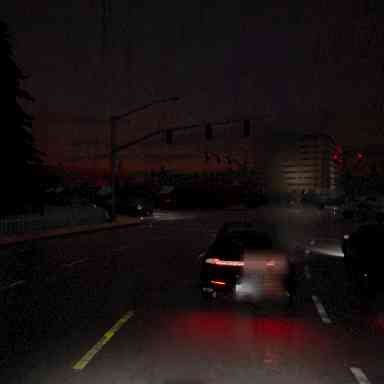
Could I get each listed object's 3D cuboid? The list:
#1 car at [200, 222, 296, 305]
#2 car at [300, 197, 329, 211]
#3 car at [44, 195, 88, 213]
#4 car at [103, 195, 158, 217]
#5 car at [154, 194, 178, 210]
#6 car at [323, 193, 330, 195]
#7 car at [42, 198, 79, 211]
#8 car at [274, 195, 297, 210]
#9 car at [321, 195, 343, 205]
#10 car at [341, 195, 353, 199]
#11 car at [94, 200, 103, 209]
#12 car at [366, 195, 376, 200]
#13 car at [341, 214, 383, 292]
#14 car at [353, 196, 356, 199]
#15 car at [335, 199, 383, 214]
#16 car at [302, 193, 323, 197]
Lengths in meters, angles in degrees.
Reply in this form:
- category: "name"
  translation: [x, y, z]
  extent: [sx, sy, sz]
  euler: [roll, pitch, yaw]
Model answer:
- category: "car"
  translation: [1.436, 1.492, 8.223]
  extent: [2.128, 1.511, 4.902]
  euler: [0, 0, 12]
- category: "car"
  translation: [15.370, 1.601, 41.666]
  extent: [1.895, 1.301, 4.718]
  euler: [0, 0, 32]
- category: "car"
  translation: [-14.090, 1.277, 37.100]
  extent: [5.566, 2.045, 2.150]
  euler: [0, 0, 32]
- category: "car"
  translation: [-5.962, 1.407, 32.022]
  extent: [4.553, 1.767, 2.097]
  euler: [0, 0, 32]
- category: "car"
  translation: [-4.395, 1.277, 43.438]
  extent: [5.566, 2.045, 2.150]
  euler: [0, 0, 35]
- category: "car"
  translation: [26.041, 1.225, 65.518]
  extent: [2.150, 2.045, 5.566]
  euler: [0, 0, 32]
- category: "car"
  translation: [-17.098, 1.533, 43.116]
  extent: [5.008, 1.535, 1.882]
  euler: [0, 0, 32]
- category: "car"
  translation: [12.052, 1.525, 42.952]
  extent: [1.812, 1.442, 4.674]
  euler: [0, 0, 32]
- category: "car"
  translation: [22.107, 1.601, 52.597]
  extent: [1.895, 1.301, 4.718]
  euler: [0, 0, 32]
- category: "car"
  translation: [28.858, 1.352, 63.417]
  extent: [2.097, 1.767, 4.553]
  euler: [0, 0, 32]
- category: "car"
  translation: [-9.057, 1.547, 38.087]
  extent: [4.902, 1.511, 2.128]
  euler: [0, 0, 32]
- category: "car"
  translation: [42.727, 1.525, 79.294]
  extent: [2.128, 1.511, 4.902]
  euler: [0, 0, 32]
- category: "car"
  translation: [5.188, 1.547, 8.593]
  extent: [2.033, 1.411, 5.357]
  euler: [0, 0, 16]
- category: "car"
  translation: [35.795, 1.530, 74.701]
  extent: [2.033, 1.411, 5.357]
  euler: [0, 0, 32]
- category: "car"
  translation: [14.046, 1.564, 26.237]
  extent: [1.812, 1.442, 4.674]
  euler: [-1, 0, -24]
- category: "car"
  translation: [19.742, 1.222, 55.421]
  extent: [2.150, 2.045, 5.566]
  euler: [0, 0, 32]
